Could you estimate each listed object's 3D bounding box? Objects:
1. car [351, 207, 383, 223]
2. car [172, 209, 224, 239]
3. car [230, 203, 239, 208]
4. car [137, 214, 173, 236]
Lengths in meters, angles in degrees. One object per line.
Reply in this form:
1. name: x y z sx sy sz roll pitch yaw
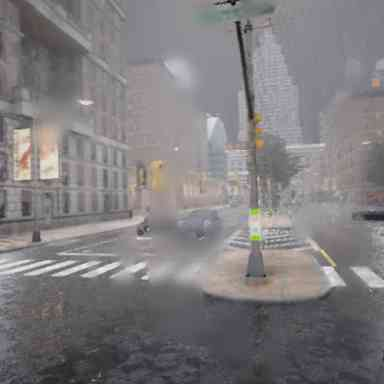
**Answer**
1. car: 15.991 1.914 27.912 1.895 1.301 4.718 -1 -2 -39
2. car: 0.629 1.896 20.763 2.097 1.767 4.553 -2 -2 14
3. car: 11.738 3.702 91.565 1.895 1.301 4.718 -2 -2 14
4. car: -2.288 2.259 23.439 1.994 1.385 4.181 -2 -2 15
